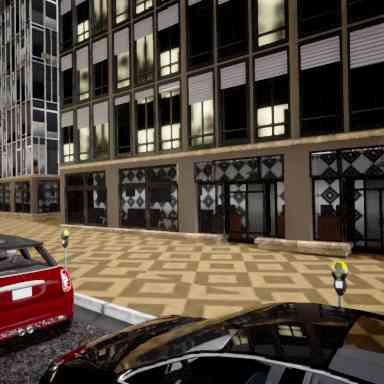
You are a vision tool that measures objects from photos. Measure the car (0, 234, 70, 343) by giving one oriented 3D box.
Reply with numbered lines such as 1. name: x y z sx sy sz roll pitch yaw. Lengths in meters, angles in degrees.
1. car: -3.911 1.441 5.819 4.097 1.590 1.967 0 -1 37

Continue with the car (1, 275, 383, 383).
1. car: 0.663 1.566 2.439 4.313 1.339 1.947 0 -1 36
